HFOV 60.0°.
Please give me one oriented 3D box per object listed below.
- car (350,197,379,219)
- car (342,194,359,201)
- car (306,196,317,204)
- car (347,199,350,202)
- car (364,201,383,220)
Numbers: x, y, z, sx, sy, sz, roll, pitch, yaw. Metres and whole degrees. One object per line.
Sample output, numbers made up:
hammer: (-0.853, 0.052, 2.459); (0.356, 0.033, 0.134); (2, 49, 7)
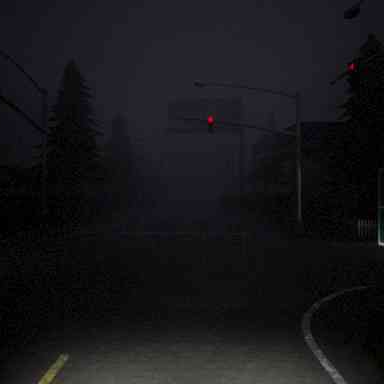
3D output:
car: (14.400, 1.504, 24.900); (3.866, 1.878, 1.905); (0, 0, 0)
car: (34.998, 1.489, 71.732); (2.007, 1.523, 4.514); (0, 0, 0)
car: (22.585, 1.552, 63.957); (1.970, 1.475, 3.806); (0, 0, 0)
car: (20.424, 1.755, 37.844); (4.181, 1.385, 1.994); (0, 0, -15)
car: (18.734, 1.671, 30.565); (4.611, 1.667, 2.242); (0, 0, 0)
